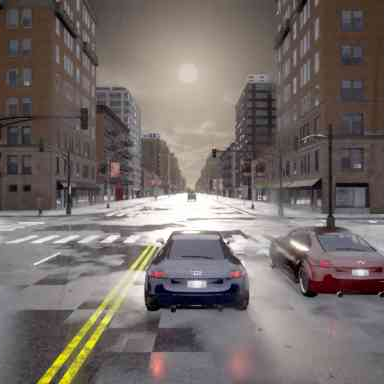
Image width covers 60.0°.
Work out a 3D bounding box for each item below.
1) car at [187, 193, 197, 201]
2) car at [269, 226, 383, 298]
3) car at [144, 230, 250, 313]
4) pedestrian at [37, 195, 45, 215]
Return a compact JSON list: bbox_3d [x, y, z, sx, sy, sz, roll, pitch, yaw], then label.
[{"bbox_3d":[-0.026,1.212,80.278,2.150,2.045,5.566,0,0,0],"label":"car"},{"bbox_3d":[3.335,1.564,8.581,1.994,1.385,4.181,0,0,0],"label":"car"},{"bbox_3d":[0.085,1.564,7.762,1.994,1.385,4.181,0,0,0],"label":"car"},{"bbox_3d":[-14.152,1.170,31.080,0.375,1.860,0.375,0,0,0],"label":"pedestrian"}]
